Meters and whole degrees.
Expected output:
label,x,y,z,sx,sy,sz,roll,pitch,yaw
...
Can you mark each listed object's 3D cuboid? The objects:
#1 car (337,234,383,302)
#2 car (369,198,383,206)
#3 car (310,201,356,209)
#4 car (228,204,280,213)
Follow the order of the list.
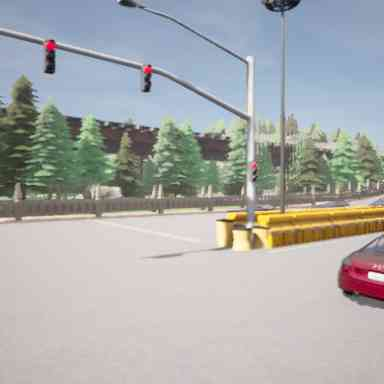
label,x,y,z,sx,sy,sz,roll,pitch,yaw
car,5.111,1.556,7.392,4.181,1.385,1.994,0,0,-36
car,20.971,1.373,36.100,4.674,1.442,1.812,-2,1,-36
car,12.906,1.520,30.284,5.357,1.411,2.033,0,0,-36
car,4.833,1.583,24.599,4.718,1.301,1.895,0,0,-35
